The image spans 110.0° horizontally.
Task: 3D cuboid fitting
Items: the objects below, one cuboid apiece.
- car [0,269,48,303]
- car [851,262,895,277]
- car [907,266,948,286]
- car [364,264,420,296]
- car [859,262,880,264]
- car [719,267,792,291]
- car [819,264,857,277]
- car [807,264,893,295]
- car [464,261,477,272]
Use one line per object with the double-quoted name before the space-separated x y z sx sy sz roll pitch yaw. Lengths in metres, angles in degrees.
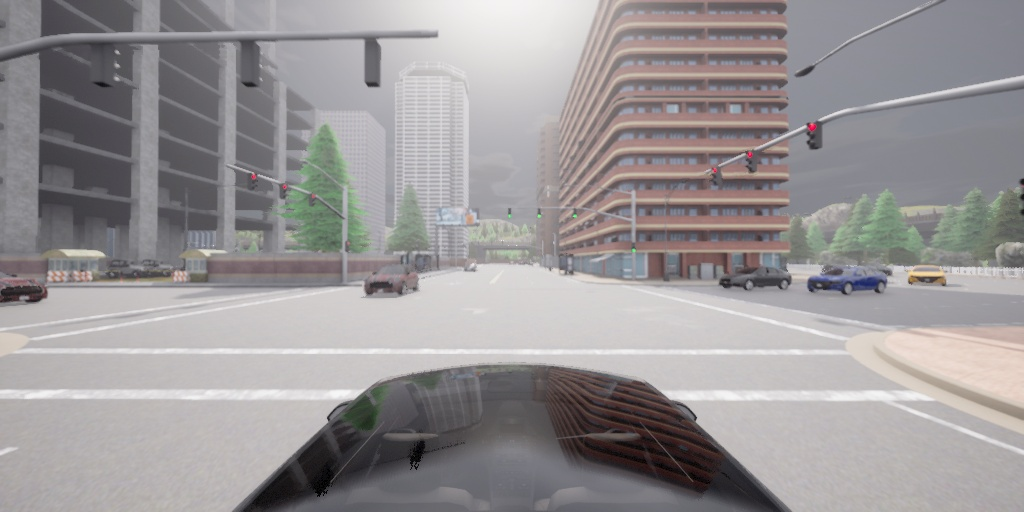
"car" -23.040 1.215 15.297 4.553 1.767 2.097 0 -1 0
"car" 44.572 1.593 44.383 2.097 1.767 4.553 0 -1 20
"car" 32.671 1.500 28.216 5.008 1.535 1.882 0 0 -41
"car" -6.996 1.300 21.324 2.097 1.767 4.553 0 -1 0
"car" 30.488 1.560 30.911 4.892 1.490 1.837 0 0 -41
"car" 16.236 1.473 23.957 4.892 1.490 1.837 0 -1 -15
"car" 41.282 1.801 45.577 1.837 1.490 4.892 0 -1 20
"car" 19.829 1.414 21.259 5.008 1.535 1.882 0 -1 -20
"car" -6.998 2.011 60.546 2.128 1.511 4.902 0 0 0
